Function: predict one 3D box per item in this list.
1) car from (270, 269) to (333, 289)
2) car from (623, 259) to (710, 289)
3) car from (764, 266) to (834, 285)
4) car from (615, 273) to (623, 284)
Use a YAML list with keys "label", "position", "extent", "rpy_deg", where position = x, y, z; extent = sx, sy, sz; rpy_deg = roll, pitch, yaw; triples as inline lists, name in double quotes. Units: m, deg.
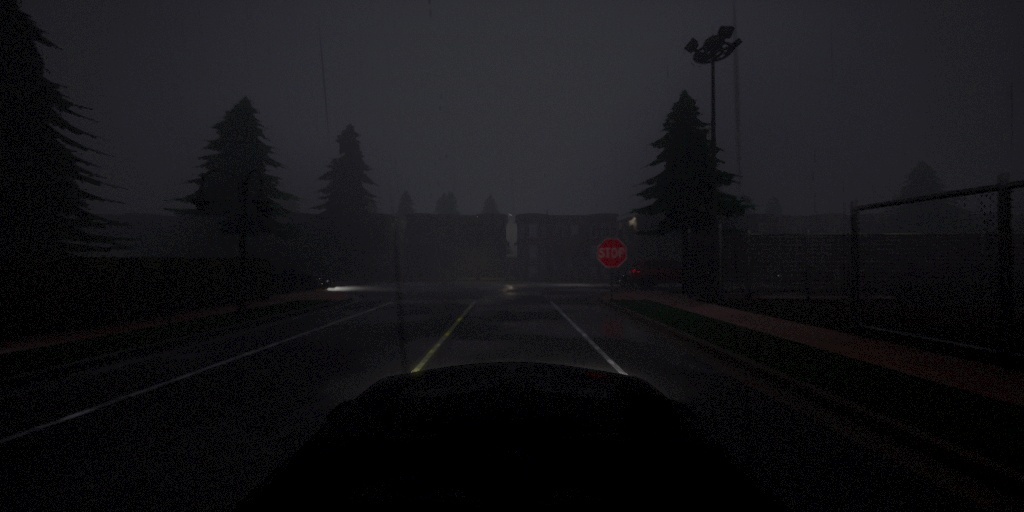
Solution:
- label: "car"
  position: [-14.949, 1.588, 25.199]
  extent: [4.181, 1.385, 1.994]
  rpy_deg: [0, -1, 0]
- label: "car"
  position: [11.250, 1.251, 25.832]
  extent: [5.566, 2.045, 2.150]
  rpy_deg: [0, -1, 5]
- label: "car"
  position: [23.271, 1.563, 29.190]
  extent: [4.902, 1.511, 2.128]
  rpy_deg: [0, -1, -1]
- label: "car"
  position: [10.850, 1.670, 28.939]
  extent: [4.718, 1.301, 1.895]
  rpy_deg: [0, -1, -3]
